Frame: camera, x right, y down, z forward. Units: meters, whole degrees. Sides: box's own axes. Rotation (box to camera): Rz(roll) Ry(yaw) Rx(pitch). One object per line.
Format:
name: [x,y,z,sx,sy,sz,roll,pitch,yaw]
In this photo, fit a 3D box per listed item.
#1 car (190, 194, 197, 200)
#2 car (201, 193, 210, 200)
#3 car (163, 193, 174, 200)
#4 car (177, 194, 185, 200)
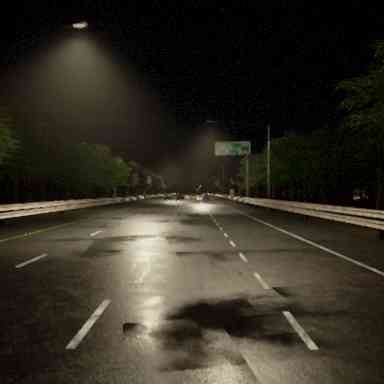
car: [0.338,1.404,90.967,1.882,1.535,5.008,0,0,0]
car: [3.832,1.488,89.700,2.033,1.411,5.357,0,0,0]
car: [-6.665,1.541,90.199,1.895,1.301,4.718,0,0,0]
car: [-3.161,1.403,90.985,1.882,1.535,5.008,0,0,0]
